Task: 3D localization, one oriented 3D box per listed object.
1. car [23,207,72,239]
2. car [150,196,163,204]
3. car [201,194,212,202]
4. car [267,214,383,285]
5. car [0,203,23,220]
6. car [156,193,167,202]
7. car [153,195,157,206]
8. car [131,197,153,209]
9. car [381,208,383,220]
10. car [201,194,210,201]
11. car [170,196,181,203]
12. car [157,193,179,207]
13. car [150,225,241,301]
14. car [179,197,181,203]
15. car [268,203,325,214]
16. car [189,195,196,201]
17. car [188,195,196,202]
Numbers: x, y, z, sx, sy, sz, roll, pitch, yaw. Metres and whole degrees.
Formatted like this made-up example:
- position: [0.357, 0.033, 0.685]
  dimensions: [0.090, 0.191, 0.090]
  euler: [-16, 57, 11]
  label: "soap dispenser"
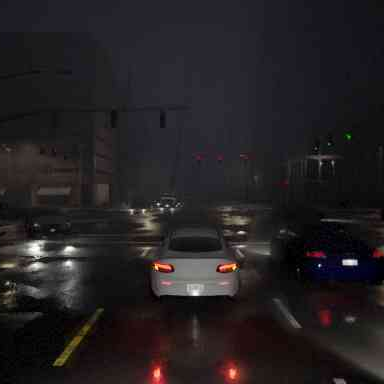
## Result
- position: [-7.698, 1.526, 17.682]
  dimensions: [1.812, 1.442, 4.674]
  euler: [1, 0, -30]
  label: "car"
- position: [-6.995, 1.564, 65.825]
  dimensions: [1.994, 1.385, 4.181]
  euler: [0, 0, 1]
  label: "car"
- position: [3.547, 1.546, 78.436]
  dimensions: [1.994, 1.385, 4.181]
  euler: [0, 0, 0]
  label: "car"
- position: [3.584, 1.564, 9.538]
  dimensions: [1.994, 1.385, 4.181]
  euler: [0, 0, 0]
  label: "car"
- position: [-14.243, 1.545, 25.947]
  dimensions: [4.718, 1.301, 1.895]
  euler: [0, 0, -3]
  label: "car"
- position: [-6.954, 1.225, 76.516]
  dimensions: [2.150, 2.045, 5.566]
  euler: [0, 0, 0]
  label: "car"
- position: [-7.053, 1.547, 55.869]
  dimensions: [2.033, 1.411, 5.357]
  euler: [0, 0, 0]
  label: "car"
- position: [-7.095, 1.478, 46.105]
  dimensions: [1.882, 1.535, 5.008]
  euler: [0, 0, 1]
  label: "car"
- position: [15.269, 1.422, 22.031]
  dimensions: [5.008, 1.535, 1.882]
  euler: [0, 0, 0]
  label: "car"
- position: [3.552, 1.316, 86.961]
  dimensions: [2.097, 1.767, 4.553]
  euler: [0, 0, 0]
  label: "car"
- position: [-3.458, 1.553, 70.428]
  dimensions: [1.994, 1.385, 4.181]
  euler: [0, 0, 0]
  label: "car"
- position: [-3.557, 1.222, 50.588]
  dimensions: [2.150, 2.045, 5.566]
  euler: [0, 0, 0]
  label: "car"
- position: [0.075, 1.526, 8.171]
  dimensions: [1.812, 1.442, 4.674]
  euler: [0, 0, 0]
  label: "car"
- position: [-3.534, 1.478, 60.591]
  dimensions: [1.882, 1.535, 5.008]
  euler: [0, 0, 0]
  label: "car"
- position: [7.955, 1.509, 25.576]
  dimensions: [4.181, 1.385, 1.994]
  euler: [0, 0, 0]
  label: "car"
- position: [0.052, 1.493, 87.208]
  dimensions: [1.812, 1.442, 4.674]
  euler: [0, 0, 0]
  label: "car"
- position: [0.047, 1.518, 77.881]
  dimensions: [2.128, 1.511, 4.902]
  euler: [0, 0, 0]
  label: "car"
